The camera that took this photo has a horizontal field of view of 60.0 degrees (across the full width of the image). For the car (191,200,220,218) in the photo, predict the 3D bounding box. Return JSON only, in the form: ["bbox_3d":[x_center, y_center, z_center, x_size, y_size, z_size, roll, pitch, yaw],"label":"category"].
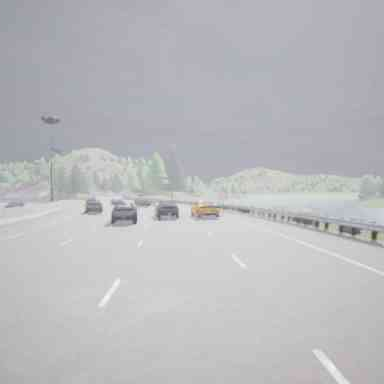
[{"bbox_3d":[1.116,1.473,30.038,1.882,1.535,5.008,0,0,-10],"label":"car"}]

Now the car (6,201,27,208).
[{"bbox_3d":[-24.493,1.926,46.487,1.994,1.385,4.181,-1,0,-16],"label":"car"}]

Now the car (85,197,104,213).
[{"bbox_3d":[-11.448,1.668,39.072,2.128,1.511,4.902,-1,0,-14],"label":"car"}]

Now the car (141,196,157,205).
[{"bbox_3d":[-8.422,1.621,64.708,1.882,1.535,5.008,0,0,-21],"label":"car"}]

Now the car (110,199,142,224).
[{"bbox_3d":[-5.164,1.574,25.605,2.128,1.511,4.902,-1,0,-9],"label":"car"}]

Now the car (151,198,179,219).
[{"bbox_3d":[-2.336,1.547,30.064,1.837,1.490,4.892,1,0,-11],"label":"car"}]

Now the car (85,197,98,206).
[{"bbox_3d":[-19.135,1.798,63.159,1.837,1.490,4.892,0,0,-22],"label":"car"}]

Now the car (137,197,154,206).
[{"bbox_3d":[-8.515,1.689,55.976,2.033,1.411,5.357,-1,0,-21],"label":"car"}]

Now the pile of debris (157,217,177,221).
[{"bbox_3d":[-2.071,2.215,27.586,1.500,0.140,1.860,-1,0,-9],"label":"pile of debris"}]
